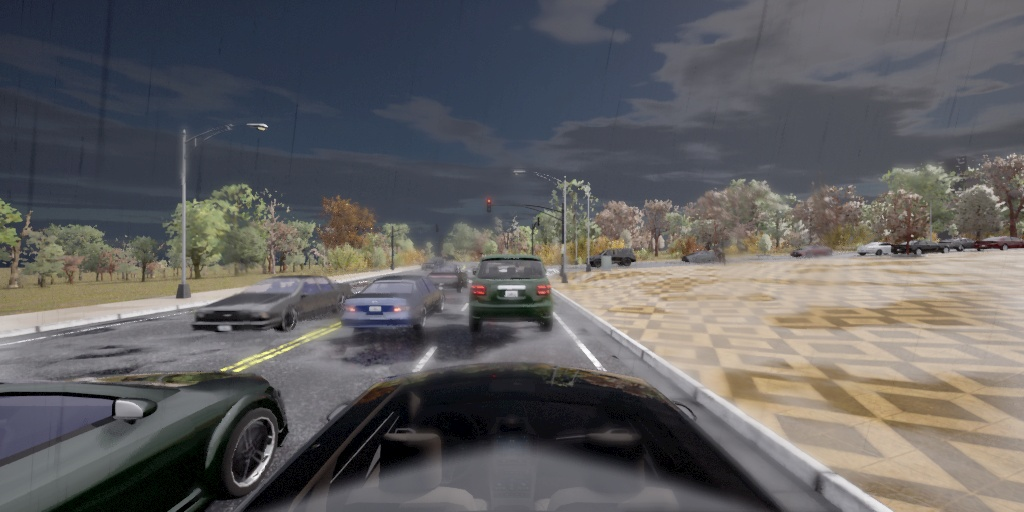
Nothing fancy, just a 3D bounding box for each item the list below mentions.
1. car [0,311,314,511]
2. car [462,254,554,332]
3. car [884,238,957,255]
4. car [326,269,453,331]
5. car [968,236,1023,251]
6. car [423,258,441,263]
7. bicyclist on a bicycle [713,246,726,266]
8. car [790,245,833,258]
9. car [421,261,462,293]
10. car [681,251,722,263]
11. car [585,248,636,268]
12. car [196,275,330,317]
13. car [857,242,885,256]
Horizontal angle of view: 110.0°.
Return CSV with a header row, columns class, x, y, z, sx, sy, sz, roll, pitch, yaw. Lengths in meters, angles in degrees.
class,x,y,z,sx,sy,sz,roll,pitch,yaw
car,-3.173,1.314,1.800,1.994,1.385,4.181,0,0,0
car,-0.063,0.977,11.020,2.150,2.045,5.566,0,0,-1
car,41.237,-0.879,36.232,5.008,1.535,1.882,-3,0,-5
car,-3.311,1.303,11.022,2.033,1.411,5.357,0,0,-1
car,51.156,-1.317,37.365,5.008,1.535,1.882,-3,0,-7
car,-12.545,1.405,54.750,1.994,1.385,4.181,0,0,-5
bicyclist on a bicycle,17.399,0.004,30.124,0.582,1.620,1.656,-2,0,-3
car,35.318,-0.537,42.328,4.181,1.385,1.994,-3,0,-5
car,-3.624,1.257,20.768,2.128,1.511,4.902,0,0,0
car,21.830,0.075,41.303,4.181,1.385,1.994,-3,0,-3
car,11.182,0.218,40.726,5.566,2.045,2.150,-3,0,-3
car,-6.752,1.302,11.033,2.033,1.411,5.357,0,0,-1
car,40.574,-0.806,39.431,4.674,1.442,1.812,-3,0,-6
